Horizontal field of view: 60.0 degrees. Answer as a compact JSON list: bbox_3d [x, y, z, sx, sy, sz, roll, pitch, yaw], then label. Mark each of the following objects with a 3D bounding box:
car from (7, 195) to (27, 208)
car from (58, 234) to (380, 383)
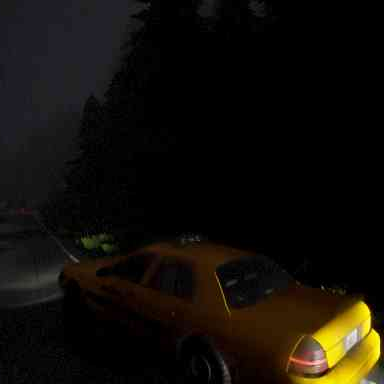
[{"bbox_3d":[-21.052,1.057,40.115,2.128,1.511,4.902,-2,2,-26],"label":"car"},{"bbox_3d":[-0.245,1.417,5.097,5.366,1.575,1.801,1,1,44],"label":"car"}]
